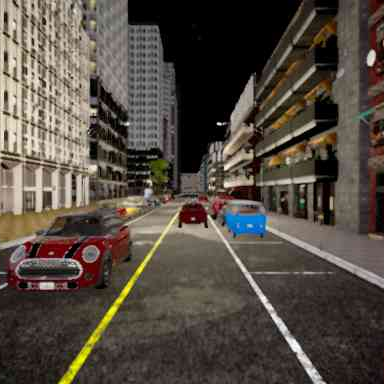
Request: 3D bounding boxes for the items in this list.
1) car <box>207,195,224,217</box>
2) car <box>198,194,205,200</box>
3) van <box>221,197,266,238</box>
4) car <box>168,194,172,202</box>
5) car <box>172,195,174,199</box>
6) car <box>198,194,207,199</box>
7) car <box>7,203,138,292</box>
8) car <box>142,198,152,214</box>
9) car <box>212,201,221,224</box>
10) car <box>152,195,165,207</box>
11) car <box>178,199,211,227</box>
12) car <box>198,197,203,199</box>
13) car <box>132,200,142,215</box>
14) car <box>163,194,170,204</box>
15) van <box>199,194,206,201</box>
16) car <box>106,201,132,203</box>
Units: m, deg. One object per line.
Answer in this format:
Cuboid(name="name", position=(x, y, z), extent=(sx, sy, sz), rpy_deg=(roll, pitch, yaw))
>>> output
Cuboid(name="car", position=(2.694, 1.313, 28.455), extent=(2.192, 1.841, 5.009), rpy_deg=(0, 0, 0))
Cuboid(name="car", position=(2.707, 1.468, 95.066), extent=(1.967, 1.590, 4.097), rpy_deg=(0, 0, 0))
Cuboid(name="van", position=(2.691, 1.339, 17.353), extent=(1.690, 1.788, 3.998), rpy_deg=(0, 0, 0))
Cuboid(name="car", position=(-5.679, 1.451, 67.312), extent=(1.967, 1.590, 4.097), rpy_deg=(0, 0, 0))
Cuboid(name="car", position=(-5.678, 1.329, 72.863), extent=(2.192, 1.841, 5.009), rpy_deg=(0, 0, 0))
Cuboid(name="car", position=(2.703, 1.331, 78.413), extent=(2.192, 1.841, 5.009), rpy_deg=(0, 0, 0))
Cuboid(name="car", position=(-2.998, 1.351, 9.131), extent=(2.097, 1.767, 4.553), rpy_deg=(0, 0, 0))
Cuboid(name="car", position=(-5.685, 1.550, 34.007), extent=(2.008, 1.369, 4.403), rpy_deg=(0, 0, 0))
Cuboid(name="car", position=(2.693, 1.549, 22.904), extent=(2.008, 1.369, 4.403), rpy_deg=(0, 0, 0))
Cuboid(name="car", position=(-5.682, 1.555, 50.659), extent=(2.008, 1.369, 4.403), rpy_deg=(0, 0, 0))
Cuboid(name="car", position=(0.080, 1.475, 22.650), extent=(1.882, 1.535, 5.008), rpy_deg=(0, 0, 0))
Cuboid(name="car", position=(0.106, 1.602, 42.619), extent=(1.895, 1.301, 4.718), rpy_deg=(0, 0, 0))
Cuboid(name="car", position=(-5.687, 1.524, 28.285), extent=(1.752, 1.417, 4.829), rpy_deg=(0, 0, 0))
Cuboid(name="car", position=(-5.680, 1.590, 61.761), extent=(1.802, 1.307, 4.206), rpy_deg=(0, 0, 0))
Cuboid(name="van", position=(2.705, 1.365, 89.516), extent=(1.690, 1.788, 3.998), rpy_deg=(0, 0, 0))
Cuboid(name="car", position=(-5.688, 1.438, 22.904), extent=(1.967, 1.590, 4.097), rpy_deg=(0, 0, 0))
